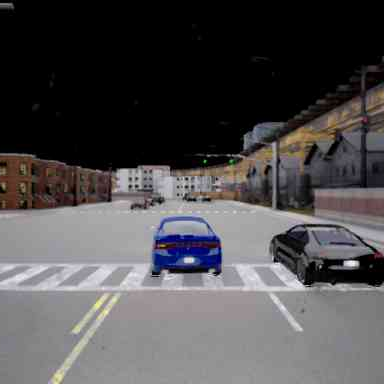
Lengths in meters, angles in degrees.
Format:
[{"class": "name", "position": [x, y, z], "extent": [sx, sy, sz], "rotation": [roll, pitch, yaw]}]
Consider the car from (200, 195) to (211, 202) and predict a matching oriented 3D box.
[{"class": "car", "position": [3.457, 1.659, 78.439], "extent": [1.882, 1.535, 5.008], "rotation": [0, 0, -3]}]

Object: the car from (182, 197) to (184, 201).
[{"class": "car", "position": [-1.195, 1.623, 87.671], "extent": [2.033, 1.411, 5.357], "rotation": [0, 0, -17]}]

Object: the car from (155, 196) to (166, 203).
[{"class": "car", "position": [-7.015, 1.719, 74.959], "extent": [2.033, 1.411, 5.357], "rotation": [0, 0, 0]}]

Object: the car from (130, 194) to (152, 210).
[{"class": "car", "position": [-7.094, 1.461, 45.419], "extent": [2.097, 1.767, 4.553], "rotation": [0, 0, 0]}]

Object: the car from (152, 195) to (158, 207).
[{"class": "car", "position": [-7.063, 1.656, 54.218], "extent": [1.812, 1.442, 4.674], "rotation": [0, 0, 0]}]

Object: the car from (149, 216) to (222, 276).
[{"class": "car", "position": [-0.319, 1.503, 10.523], "extent": [1.882, 1.535, 5.008], "rotation": [0, 0, -6]}]

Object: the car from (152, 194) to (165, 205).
[{"class": "car", "position": [-7.012, 1.376, 64.452], "extent": [2.150, 2.045, 5.566], "rotation": [0, 0, 0]}]

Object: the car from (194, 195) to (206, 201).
[{"class": "car", "position": [2.201, 1.602, 88.520], "extent": [1.812, 1.442, 4.674], "rotation": [0, 0, -17]}]

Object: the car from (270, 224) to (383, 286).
[{"class": "car", "position": [3.591, 1.587, 9.504], "extent": [1.994, 1.385, 4.181], "rotation": [0, 0, 0]}]

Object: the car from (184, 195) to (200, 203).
[{"class": "car", "position": [-0.032, 1.532, 77.550], "extent": [2.097, 1.767, 4.553], "rotation": [0, 0, -3]}]
